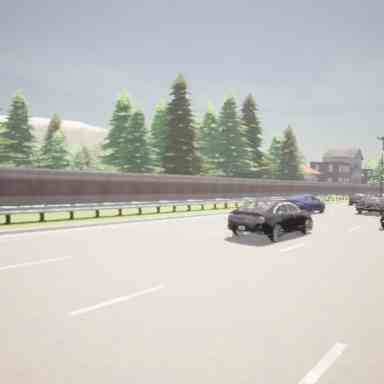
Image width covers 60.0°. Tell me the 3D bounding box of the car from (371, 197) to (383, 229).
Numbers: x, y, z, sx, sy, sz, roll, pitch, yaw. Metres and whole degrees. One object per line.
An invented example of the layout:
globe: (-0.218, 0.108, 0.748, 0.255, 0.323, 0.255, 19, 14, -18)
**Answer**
car: (11.597, 1.210, 17.905, 2.128, 1.511, 4.902, 4, 3, 41)

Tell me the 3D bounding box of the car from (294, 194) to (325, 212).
car: (8.384, 0.874, 24.848, 1.812, 1.442, 4.674, 4, 3, 41)

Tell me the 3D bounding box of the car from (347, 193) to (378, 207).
car: (18.963, 0.832, 36.901, 1.994, 1.385, 4.181, 4, 3, 41)

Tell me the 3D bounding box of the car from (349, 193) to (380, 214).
car: (14.806, 1.044, 26.867, 2.033, 1.411, 5.357, 4, 3, 41)

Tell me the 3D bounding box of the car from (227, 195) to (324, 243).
car: (3.415, 1.075, 13.883, 2.128, 1.511, 4.902, 4, 3, 41)
